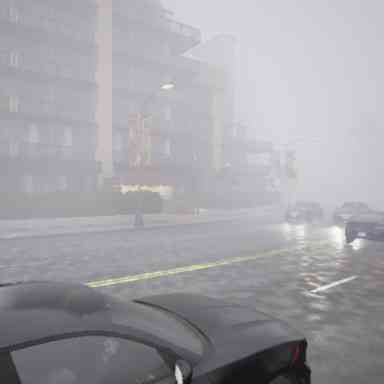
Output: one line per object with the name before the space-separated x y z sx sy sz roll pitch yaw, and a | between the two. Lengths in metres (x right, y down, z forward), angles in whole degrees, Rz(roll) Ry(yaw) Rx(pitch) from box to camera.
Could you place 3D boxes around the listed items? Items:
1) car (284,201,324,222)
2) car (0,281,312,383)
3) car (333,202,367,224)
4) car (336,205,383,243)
car | 8.925 1.482 26.286 2.128 1.511 4.902 0 0 38
car | -1.149 1.476 2.471 5.008 1.535 1.882 0 0 -36
car | 11.728 1.484 24.190 2.128 1.511 4.902 0 0 37
car | 8.418 1.521 14.991 1.812 1.442 4.674 0 0 44
